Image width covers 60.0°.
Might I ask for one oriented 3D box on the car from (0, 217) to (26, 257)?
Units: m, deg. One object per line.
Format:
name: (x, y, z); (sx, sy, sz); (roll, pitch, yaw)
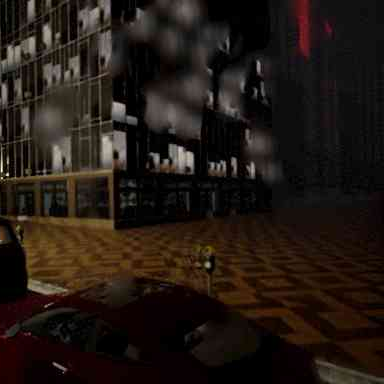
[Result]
car: (-5.301, 1.336, 6.679); (5.009, 1.841, 2.192); (0, -1, 36)

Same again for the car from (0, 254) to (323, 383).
car: (-0.819, 1.589, 3.476); (4.206, 1.307, 1.802); (0, -1, 36)
